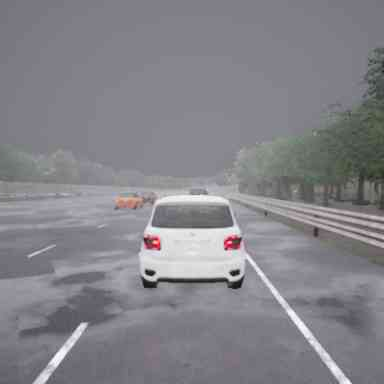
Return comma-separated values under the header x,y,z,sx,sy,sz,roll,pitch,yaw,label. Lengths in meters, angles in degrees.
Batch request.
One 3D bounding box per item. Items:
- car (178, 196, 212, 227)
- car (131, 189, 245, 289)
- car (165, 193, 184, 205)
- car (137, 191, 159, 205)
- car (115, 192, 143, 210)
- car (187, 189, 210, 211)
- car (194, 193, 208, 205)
x,y,z,sx,sy,sz,roll,pitch,yaw,label
0.244,1.115,20.903,1.882,1.535,5.008,0,1,2,car
0.024,1.062,8.823,2.150,2.045,5.566,0,1,0,car
-2.322,0.926,44.994,2.033,1.411,5.357,0,1,2,car
-5.839,0.725,44.631,2.097,1.767,4.553,0,0,2,car
-6.227,0.835,33.658,2.097,1.767,4.553,0,1,2,car
0.677,0.701,33.699,2.150,2.045,5.566,0,1,2,car
1.198,0.891,45.586,1.837,1.490,4.892,0,1,2,car
